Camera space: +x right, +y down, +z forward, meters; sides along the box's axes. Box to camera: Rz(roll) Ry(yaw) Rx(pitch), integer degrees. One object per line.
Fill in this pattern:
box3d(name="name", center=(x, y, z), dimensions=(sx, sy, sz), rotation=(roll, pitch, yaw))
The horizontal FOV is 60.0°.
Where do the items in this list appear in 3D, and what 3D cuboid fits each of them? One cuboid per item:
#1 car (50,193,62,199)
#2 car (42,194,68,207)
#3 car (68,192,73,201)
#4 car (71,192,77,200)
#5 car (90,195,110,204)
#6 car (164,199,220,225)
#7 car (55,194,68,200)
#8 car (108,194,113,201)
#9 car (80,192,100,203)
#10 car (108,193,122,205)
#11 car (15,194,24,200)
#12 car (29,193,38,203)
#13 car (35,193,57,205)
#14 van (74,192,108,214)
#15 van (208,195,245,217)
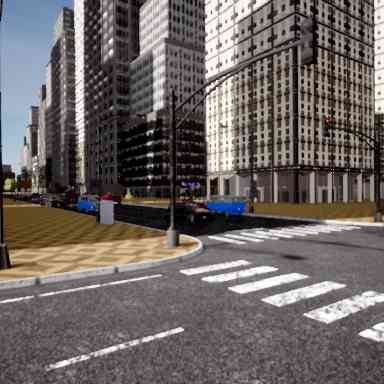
box3d(name="car", center=(-34.552, 1.055, 84.586), dimensions=(1.752, 1.417, 4.829), rotation=(0, 0, -34))
box3d(name="car", center=(-19.656, 1.357, 47.639), dimensions=(1.947, 1.339, 4.313), rotation=(0, 0, -34))
box3d(name="car", center=(-25.140, 0.927, 70.684), dimensions=(2.192, 1.841, 5.009), rotation=(0, 0, -34))
box3d(name="car", center=(-22.034, 1.205, 66.099), dimensions=(1.947, 1.339, 4.313), rotation=(0, 0, -34))
box3d(name="car", center=(-15.823, 1.238, 56.924), dimensions=(1.887, 1.381, 4.507), rotation=(0, 0, -34))
box3d(name="car", center=(-0.289, 1.479, 23.646), dimensions=(1.994, 1.385, 4.181), rotation=(-1, 1, -34))
box3d(name="car", center=(-31.351, 1.108, 79.859), dimensions=(2.008, 1.369, 4.403), rotation=(0, 0, -34))
box3d(name="car", center=(-11.625, 1.345, 40.408), dimensions=(1.812, 1.442, 4.674), rotation=(-1, 1, -34))
box3d(name="car", center=(-18.929, 0.981, 61.510), dimensions=(2.192, 1.841, 5.009), rotation=(0, 0, -34))
box3d(name="car", center=(-12.717, 1.035, 52.336), dimensions=(2.192, 1.841, 5.009), rotation=(0, 0, -34))
box3d(name="car", center=(-41.396, 1.184, 79.747), dimensions=(1.802, 1.307, 4.206), rotation=(0, 0, -34))
box3d(name="car", center=(-28.973, 1.292, 61.400), dimensions=(1.802, 1.307, 4.206), rotation=(0, 0, -34))
box3d(name="car", center=(-22.762, 1.315, 52.226), dimensions=(2.008, 1.369, 4.403), rotation=(0, 0, -34))
box3d(name="van", center=(-10.340, 1.212, 33.878), dimensions=(1.690, 1.788, 3.998), rotation=(0, 0, -34))
box3d(name="van", center=(2.902, 1.191, 29.470), dimensions=(1.690, 1.788, 3.998), rotation=(0, 0, -34))
